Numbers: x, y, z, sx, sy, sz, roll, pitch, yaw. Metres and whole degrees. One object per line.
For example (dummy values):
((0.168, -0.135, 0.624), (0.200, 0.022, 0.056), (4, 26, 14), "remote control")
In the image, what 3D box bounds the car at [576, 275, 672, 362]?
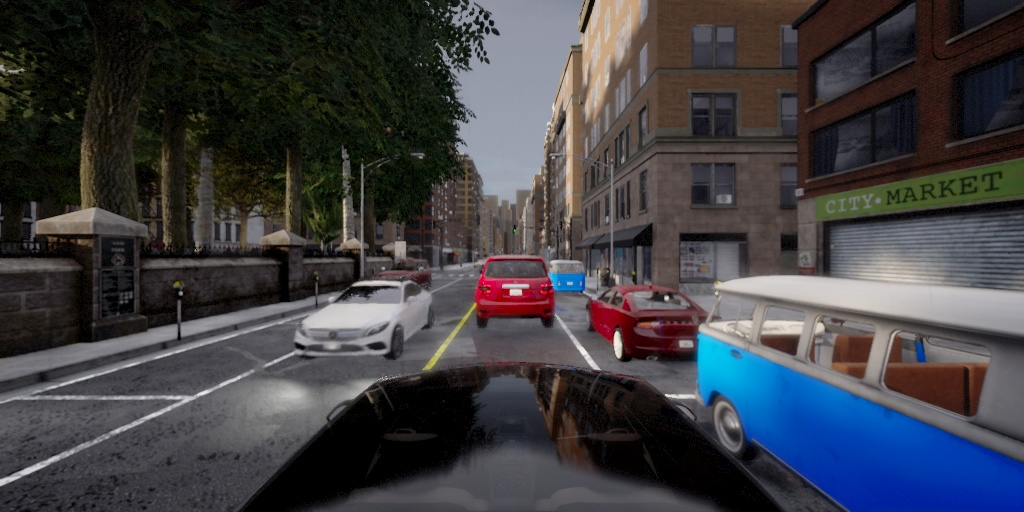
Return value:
((2.851, 1.307, 8.096), (1.888, 1.381, 4.507), (0, 0, 0), "car")

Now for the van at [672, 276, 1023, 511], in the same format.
((2.856, 1.092, 2.435), (1.690, 1.789, 3.998), (0, 0, 0), "van")

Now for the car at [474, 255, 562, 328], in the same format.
((0.089, 0.991, 11.634), (2.150, 2.045, 5.566), (0, 0, 0), "car")

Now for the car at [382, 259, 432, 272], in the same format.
((-5.682, 1.094, 19.370), (2.192, 1.841, 5.009), (0, 0, 0), "car")

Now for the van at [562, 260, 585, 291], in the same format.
((2.843, 1.120, 19.417), (1.690, 1.789, 3.998), (0, 0, 0), "van")

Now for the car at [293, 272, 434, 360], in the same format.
((-3.104, 1.288, 8.517), (1.812, 1.442, 4.674), (0, 0, 0), "car")
